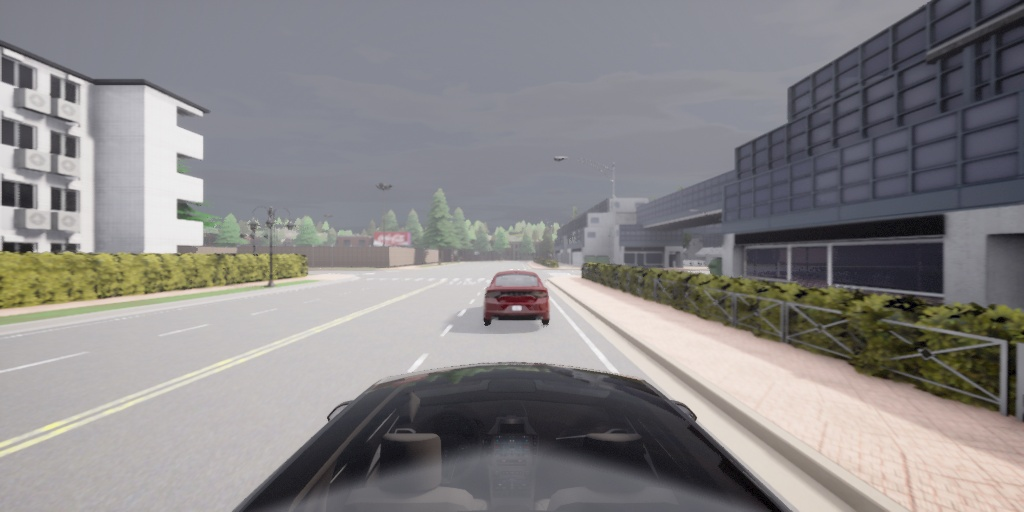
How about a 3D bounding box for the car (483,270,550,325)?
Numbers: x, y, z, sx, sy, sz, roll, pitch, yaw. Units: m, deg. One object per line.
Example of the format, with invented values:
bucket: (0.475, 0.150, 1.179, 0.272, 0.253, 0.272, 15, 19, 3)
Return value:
car: (0.128, 1.205, 11.788, 1.882, 1.535, 5.008, 0, 0, 0)
